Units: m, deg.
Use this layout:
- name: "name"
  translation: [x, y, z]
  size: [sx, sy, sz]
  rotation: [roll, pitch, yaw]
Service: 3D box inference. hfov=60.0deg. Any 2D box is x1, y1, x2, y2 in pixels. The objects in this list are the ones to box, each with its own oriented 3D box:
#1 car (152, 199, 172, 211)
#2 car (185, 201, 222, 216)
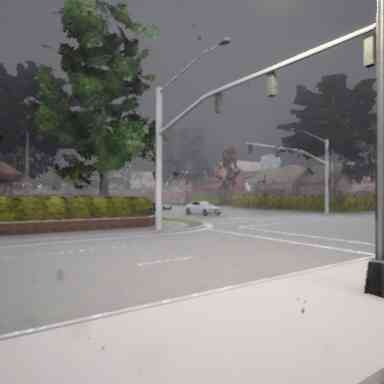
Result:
- name: "car"
  translation: [-4.311, 1.608, 41.881]
  size: [2.128, 1.511, 4.902]
  rotation: [0, 0, -36]
- name: "car"
  translation: [1.093, 1.642, 34.441]
  size: [1.812, 1.442, 4.674]
  rotation: [0, 0, -36]
